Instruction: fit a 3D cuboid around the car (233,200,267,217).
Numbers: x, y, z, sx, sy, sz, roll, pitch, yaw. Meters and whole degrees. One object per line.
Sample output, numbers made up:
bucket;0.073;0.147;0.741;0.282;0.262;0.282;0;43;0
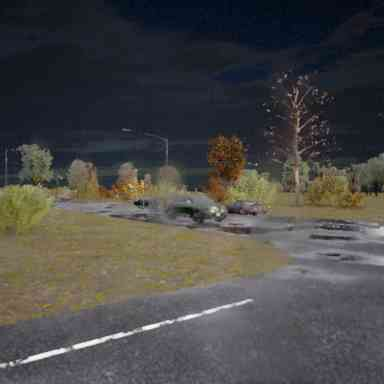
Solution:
car;4.374;1.471;30.673;2.033;1.411;5.357;0;0;-37

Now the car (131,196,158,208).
car;-6.424;1.316;44.863;1.882;1.535;5.008;0;0;-37

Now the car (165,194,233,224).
car;0.120;1.163;24.725;2.150;2.045;5.566;0;0;-37

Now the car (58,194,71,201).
car;-28.216;1.185;73.474;1.994;1.385;4.181;0;0;-37
